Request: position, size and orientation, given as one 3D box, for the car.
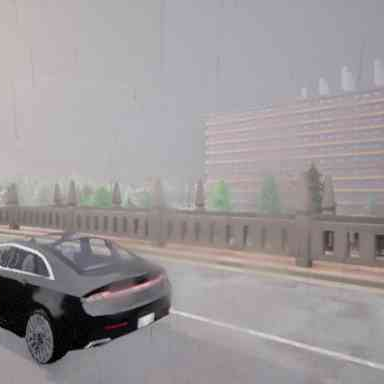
[{"bbox_3d":[-2.583,1.494,5.832,4.902,1.511,2.128,0,0,35],"label":"car"}]
